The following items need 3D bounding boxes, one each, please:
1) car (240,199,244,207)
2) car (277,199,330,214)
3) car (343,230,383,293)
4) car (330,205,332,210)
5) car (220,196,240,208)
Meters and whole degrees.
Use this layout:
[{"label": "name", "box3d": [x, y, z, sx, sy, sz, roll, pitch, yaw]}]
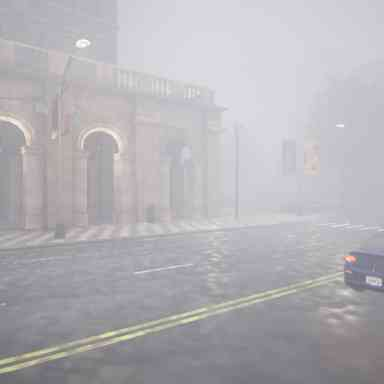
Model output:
[{"label": "car", "box3d": [5.954, 1.352, 51.158, 2.097, 1.767, 4.553, 0, 0, -35]}, {"label": "car", "box3d": [11.913, 1.547, 36.579, 2.033, 1.411, 5.357, 0, 0, -34]}, {"label": "car", "box3d": [5.326, 1.526, 7.663, 4.674, 1.442, 1.812, 0, 0, -36]}, {"label": "car", "box3d": [14.369, 1.564, 39.460, 1.994, 1.385, 4.181, 0, 0, -36]}, {"label": "car", "box3d": [4.289, 1.563, 47.473, 1.994, 1.385, 4.181, 0, 0, -36]}]
